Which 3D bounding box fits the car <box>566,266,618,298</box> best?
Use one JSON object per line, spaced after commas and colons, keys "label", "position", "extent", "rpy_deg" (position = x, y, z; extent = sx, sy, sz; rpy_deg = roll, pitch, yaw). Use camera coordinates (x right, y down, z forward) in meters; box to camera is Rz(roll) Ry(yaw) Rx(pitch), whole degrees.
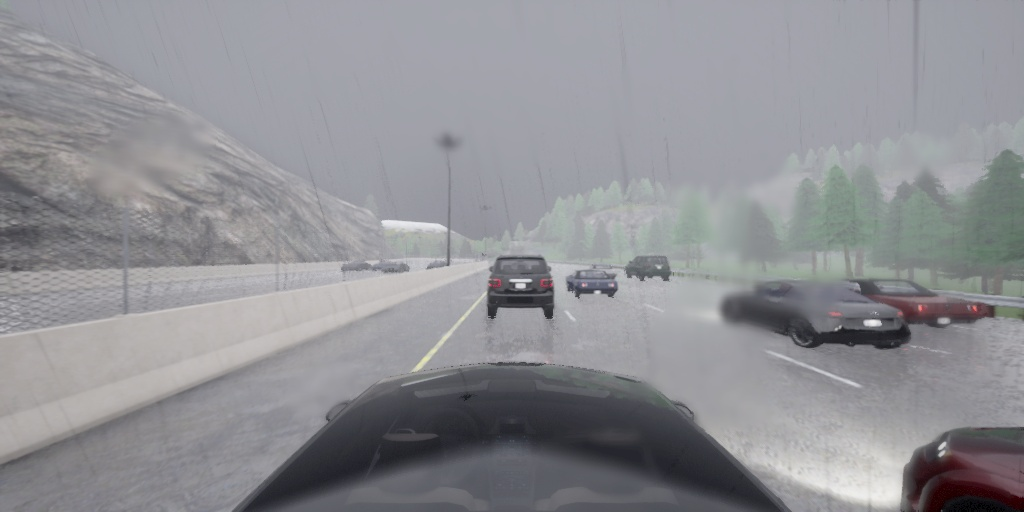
{"label": "car", "position": [3.915, 1.350, 18.433], "extent": [1.895, 1.301, 4.718], "rpy_deg": [0, 0, 1]}

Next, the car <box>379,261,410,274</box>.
{"label": "car", "position": [-13.310, 1.332, 41.606], "extent": [1.994, 1.385, 4.181], "rpy_deg": [0, 0, 1]}

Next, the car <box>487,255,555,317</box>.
{"label": "car", "position": [0.310, 0.973, 13.238], "extent": [2.150, 2.045, 5.566], "rpy_deg": [0, 0, 1]}

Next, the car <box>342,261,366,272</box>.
{"label": "car", "position": [-20.201, 1.323, 46.974], "extent": [2.033, 1.411, 5.357], "rpy_deg": [0, 0, 1]}

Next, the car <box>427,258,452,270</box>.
{"label": "car", "position": [-9.694, 1.314, 47.191], "extent": [2.033, 1.411, 5.357], "rpy_deg": [0, 0, 1]}

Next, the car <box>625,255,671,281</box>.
{"label": "car", "position": [11.140, 0.965, 29.693], "extent": [2.150, 2.045, 5.566], "rpy_deg": [0, 0, 1]}

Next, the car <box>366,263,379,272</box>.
{"label": "car", "position": [-16.703, 1.320, 47.124], "extent": [2.033, 1.411, 5.357], "rpy_deg": [0, 0, 1]}

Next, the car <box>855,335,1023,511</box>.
{"label": "car", "position": [3.560, 1.311, 0.595], "extent": [1.994, 1.385, 4.181], "rpy_deg": [0, 0, 1]}

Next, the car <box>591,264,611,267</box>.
{"label": "car", "position": [7.673, 1.348, 31.303], "extent": [1.895, 1.301, 4.718], "rpy_deg": [0, 0, 1]}

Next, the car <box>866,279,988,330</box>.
{"label": "car", "position": [10.770, 1.342, 11.108], "extent": [1.895, 1.301, 4.718], "rpy_deg": [0, 0, 1]}

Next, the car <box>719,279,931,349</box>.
{"label": "car", "position": [7.231, 1.308, 9.162], "extent": [1.994, 1.385, 4.181], "rpy_deg": [0, 0, 1]}
